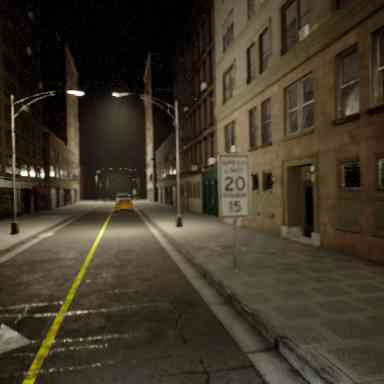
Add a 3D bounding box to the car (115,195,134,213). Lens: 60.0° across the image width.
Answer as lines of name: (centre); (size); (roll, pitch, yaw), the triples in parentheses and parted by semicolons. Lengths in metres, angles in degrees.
car: (-7.698, 1.487, 37.989); (1.882, 1.535, 5.008); (-1, 0, -11)
